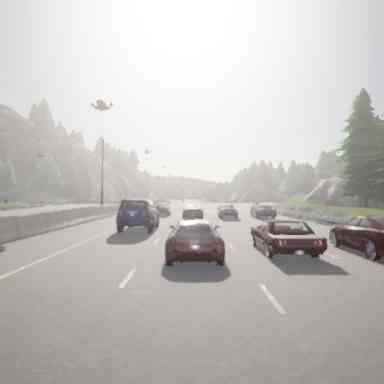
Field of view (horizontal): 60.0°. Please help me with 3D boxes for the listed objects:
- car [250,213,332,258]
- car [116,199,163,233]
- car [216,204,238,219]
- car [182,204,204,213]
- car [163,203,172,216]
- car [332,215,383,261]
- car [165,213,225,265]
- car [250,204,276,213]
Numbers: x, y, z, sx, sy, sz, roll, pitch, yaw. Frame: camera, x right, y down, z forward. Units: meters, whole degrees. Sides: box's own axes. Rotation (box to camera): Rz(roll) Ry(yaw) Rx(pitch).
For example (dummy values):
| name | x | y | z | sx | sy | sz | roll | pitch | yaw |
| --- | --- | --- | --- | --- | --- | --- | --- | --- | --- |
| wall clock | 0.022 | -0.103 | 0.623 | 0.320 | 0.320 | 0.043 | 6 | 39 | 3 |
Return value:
| name | x | y | z | sx | sy | sz | roll | pitch | yaw |
| --- | --- | --- | --- | --- | --- | --- | --- | --- | --- |
| car | 3.594 | 1.753 | 13.326 | 1.895 | 1.301 | 4.718 | 0 | -1 | 0 |
| car | -3.411 | 1.464 | 21.707 | 2.150 | 2.045 | 5.566 | 0 | -1 | 0 |
| car | 3.582 | 1.937 | 34.157 | 2.033 | 1.411 | 5.357 | 0 | -1 | 0 |
| car | 0.085 | 1.842 | 30.614 | 2.128 | 1.511 | 4.902 | 0 | -1 | 0 |
| car | -3.429 | 1.992 | 38.830 | 2.033 | 1.411 | 5.357 | 0 | -1 | 0 |
| car | 7.096 | 1.624 | 12.892 | 1.882 | 1.535 | 5.008 | 0 | -1 | 0 |
| car | 0.095 | 1.705 | 12.284 | 1.994 | 1.385 | 4.181 | 0 | -1 | 0 |
| car | 7.083 | 1.928 | 33.392 | 2.033 | 1.411 | 5.357 | 0 | -1 | 0 |
